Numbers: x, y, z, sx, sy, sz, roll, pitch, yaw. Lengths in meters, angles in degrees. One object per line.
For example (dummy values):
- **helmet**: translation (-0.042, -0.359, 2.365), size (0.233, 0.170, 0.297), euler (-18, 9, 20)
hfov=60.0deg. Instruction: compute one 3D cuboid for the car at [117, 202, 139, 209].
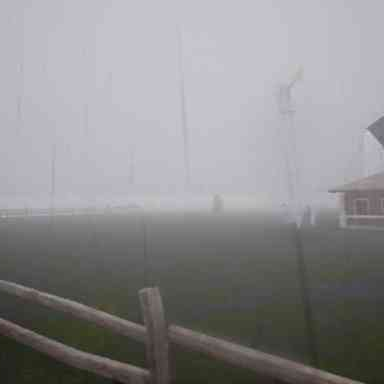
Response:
- **car**: translation (-13.235, 2.856, 69.346), size (2.033, 1.411, 5.357), euler (-2, -2, 35)
